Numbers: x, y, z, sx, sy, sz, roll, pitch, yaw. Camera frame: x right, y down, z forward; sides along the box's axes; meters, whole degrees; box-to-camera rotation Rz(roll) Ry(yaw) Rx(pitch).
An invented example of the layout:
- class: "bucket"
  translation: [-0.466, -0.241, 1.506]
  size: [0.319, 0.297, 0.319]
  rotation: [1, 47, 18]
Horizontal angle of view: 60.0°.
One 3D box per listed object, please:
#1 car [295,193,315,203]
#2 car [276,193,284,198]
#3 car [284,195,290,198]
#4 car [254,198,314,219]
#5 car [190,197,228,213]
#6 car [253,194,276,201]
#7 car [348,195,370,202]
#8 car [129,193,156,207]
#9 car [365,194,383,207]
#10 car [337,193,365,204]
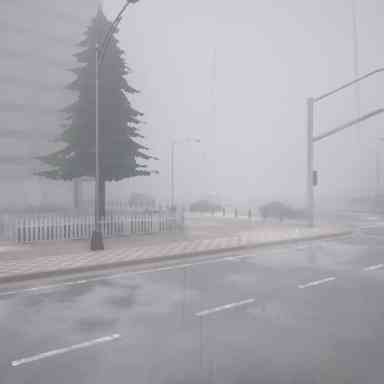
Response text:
- class: "car"
  translation: [21.103, 1.395, 62.520]
  size: [1.970, 1.475, 3.806]
  rotation: [0, 0, -36]
- class: "car"
  translation: [19.361, 1.364, 79.842]
  size: [1.784, 1.438, 3.905]
  rotation: [0, 0, -36]
- class: "car"
  translation: [21.513, 1.153, 81.445]
  size: [1.932, 1.855, 4.605]
  rotation: [0, 0, -36]
- class: "car"
  translation: [7.902, 1.526, 29.042]
  size: [1.812, 1.442, 4.674]
  rotation: [0, 0, -34]
- class: "car"
  translation: [1.660, 1.564, 37.665]
  size: [1.994, 1.385, 4.181]
  rotation: [0, 0, -36]
- class: "car"
  translation: [17.006, 1.395, 78.158]
  size: [1.970, 1.475, 3.806]
  rotation: [0, 0, -36]
- class: "car"
  translation: [37.185, 1.364, 74.060]
  size: [1.784, 1.438, 3.905]
  rotation: [0, 0, -36]
- class: "car"
  translation: [-7.562, 1.221, 50.496]
  size: [2.150, 2.045, 5.566]
  rotation: [0, 0, -35]
- class: "car"
  translation: [26.683, 1.153, 45.101]
  size: [1.932, 1.855, 4.605]
  rotation: [0, 0, -36]
- class: "car"
  translation: [34.792, 1.153, 72.427]
  size: [1.932, 1.855, 4.605]
  rotation: [0, 0, -36]
